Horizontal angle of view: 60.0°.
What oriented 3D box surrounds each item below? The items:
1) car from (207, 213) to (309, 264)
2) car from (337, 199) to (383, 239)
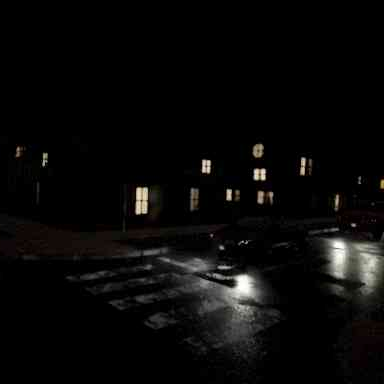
[{"bbox_3d":[2.594,1.532,12.090,4.674,1.442,1.812,2,2,-45],"label":"car"},{"bbox_3d":[10.742,1.498,19.860,5.566,2.045,2.150,2,2,-44],"label":"car"}]
